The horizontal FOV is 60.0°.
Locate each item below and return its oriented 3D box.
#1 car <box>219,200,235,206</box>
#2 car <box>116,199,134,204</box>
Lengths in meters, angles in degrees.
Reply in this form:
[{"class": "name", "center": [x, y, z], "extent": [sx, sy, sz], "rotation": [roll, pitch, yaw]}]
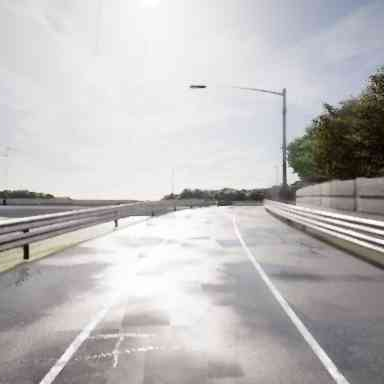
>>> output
[{"class": "car", "center": [8.986, 2.740, 85.728], "extent": [4.553, 1.767, 2.097], "rotation": [2, -3, -43]}, {"class": "car", "center": [-13.843, 2.248, 69.695], "extent": [4.181, 1.385, 1.994], "rotation": [1, -2, -29]}]
